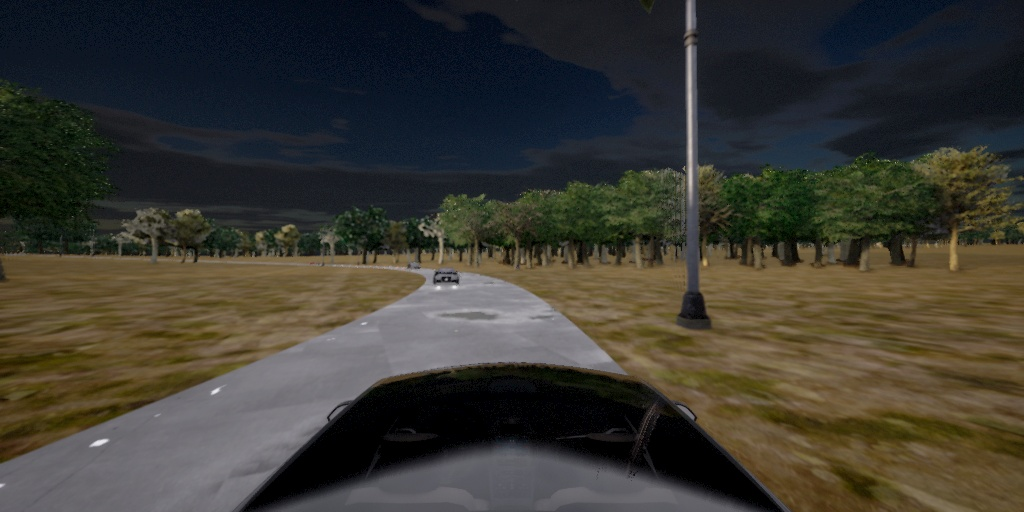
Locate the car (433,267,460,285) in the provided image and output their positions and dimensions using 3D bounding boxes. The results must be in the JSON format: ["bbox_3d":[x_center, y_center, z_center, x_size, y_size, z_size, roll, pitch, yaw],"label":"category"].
[{"bbox_3d":[-5.306,1.603,29.064,1.994,1.385,4.181,0,0,-10],"label":"car"}]
